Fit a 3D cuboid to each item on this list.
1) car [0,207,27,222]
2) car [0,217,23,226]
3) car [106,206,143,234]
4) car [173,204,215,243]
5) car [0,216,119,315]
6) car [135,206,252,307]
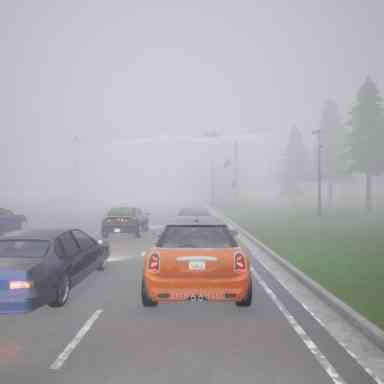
[{"bbox_3d":[-10.419,1.477,17.160,1.882,1.535,5.008,0,0,0],"label":"car"},{"bbox_3d":[-6.913,1.601,9.207,1.895,1.301,4.718,0,0,0],"label":"car"},{"bbox_3d":[-3.420,1.505,17.615,1.837,1.490,4.892,0,0,0],"label":"car"},{"bbox_3d":[0.082,1.477,17.172,1.882,1.535,5.008,0,0,0],"label":"car"},{"bbox_3d":[-3.407,1.547,7.870,2.033,1.411,5.357,0,0,0],"label":"car"},{"bbox_3d":[0.092,1.352,8.145,2.097,1.767,4.553,0,0,0],"label":"car"}]
